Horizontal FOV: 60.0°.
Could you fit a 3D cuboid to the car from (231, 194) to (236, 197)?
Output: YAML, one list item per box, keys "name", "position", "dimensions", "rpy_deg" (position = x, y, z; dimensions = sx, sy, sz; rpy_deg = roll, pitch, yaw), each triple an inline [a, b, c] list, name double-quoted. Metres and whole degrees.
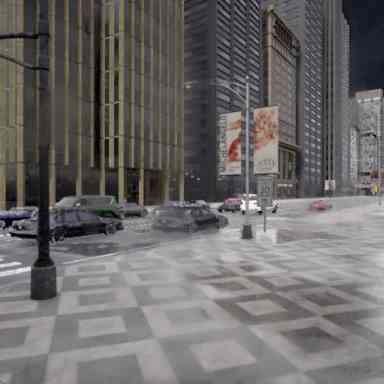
- name: "car"
  position: [6.378, 1.261, 44.787]
  dimensions: [2.150, 2.045, 5.566]
  rpy_deg: [0, 0, 37]

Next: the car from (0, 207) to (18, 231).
- name: "car"
  position: [-10.796, 1.601, 20.819]
  dimensions: [1.895, 1.301, 4.718]
  rpy_deg: [0, 0, 35]

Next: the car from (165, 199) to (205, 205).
- name: "car"
  position: [-1.323, 1.512, 28.487]
  dimensions: [2.128, 1.511, 4.902]
  rpy_deg: [0, 0, 36]

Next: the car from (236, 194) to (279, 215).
- name: "car"
  position: [7.017, 1.263, 34.233]
  dimensions: [2.150, 2.045, 5.566]
  rpy_deg: [0, 0, 35]

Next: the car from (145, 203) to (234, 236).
- name: "car"
  position: [0.061, 1.572, 18.900]
  dimensions: [2.033, 1.411, 5.357]
  rpy_deg: [0, 0, 36]

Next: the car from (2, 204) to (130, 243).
- name: "car"
  position: [-5.852, 1.560, 16.214]
  dimensions: [2.033, 1.411, 5.357]
  rpy_deg: [0, 0, 36]

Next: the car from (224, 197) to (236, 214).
- name: "car"
  position: [4.784, 1.583, 37.017]
  dimensions: [2.033, 1.411, 5.357]
  rpy_deg: [0, 0, 35]

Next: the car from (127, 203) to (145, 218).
- name: "car"
  position: [-5.672, 1.575, 27.992]
  dimensions: [1.994, 1.385, 4.181]
  rpy_deg: [0, 0, 35]

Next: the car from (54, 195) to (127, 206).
- name: "car"
  position: [-6.994, 1.231, 20.549]
  dimensions: [2.150, 2.045, 5.566]
  rpy_deg: [0, 0, 36]

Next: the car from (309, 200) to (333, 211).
- name: "car"
  position: [16.004, 1.628, 41.222]
  dimensions: [1.994, 1.385, 4.181]
  rpy_deg: [0, 0, 36]
